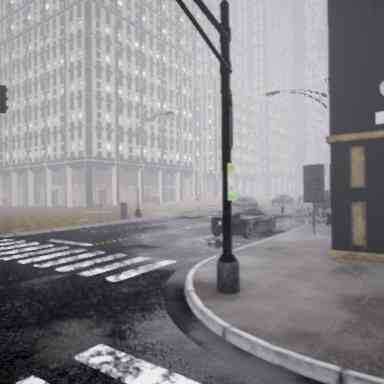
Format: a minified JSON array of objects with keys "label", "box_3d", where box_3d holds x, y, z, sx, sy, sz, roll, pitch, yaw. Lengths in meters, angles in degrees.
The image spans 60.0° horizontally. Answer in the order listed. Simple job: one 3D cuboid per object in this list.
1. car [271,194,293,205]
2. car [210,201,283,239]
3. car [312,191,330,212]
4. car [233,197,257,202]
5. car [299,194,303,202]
[{"label":"car","box_3d":[11.884,0.986,43.672,1.947,1.339,4.313,0,1,35]},{"label":"car","box_3d":[2.495,1.344,15.814,1.947,1.339,4.313,0,1,35]},{"label":"car","box_3d":[12.257,0.806,29.658,2.192,1.841,5.009,0,1,35]},{"label":"car","box_3d":[5.376,1.176,34.440,1.947,1.339,4.313,0,1,35]},{"label":"car","box_3d":[18.394,0.776,52.904,1.887,1.381,4.507,0,1,35]}]
